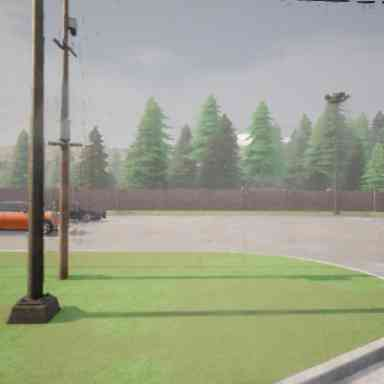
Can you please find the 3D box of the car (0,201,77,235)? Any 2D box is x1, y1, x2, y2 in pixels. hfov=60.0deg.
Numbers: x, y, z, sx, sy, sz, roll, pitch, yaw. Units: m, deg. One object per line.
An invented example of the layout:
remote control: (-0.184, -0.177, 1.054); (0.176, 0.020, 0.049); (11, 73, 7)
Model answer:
car: (-8.877, 1.288, 17.655); (4.553, 1.767, 2.097); (0, 0, -3)

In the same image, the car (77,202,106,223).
car: (-8.883, 1.445, 24.660); (4.892, 1.490, 1.837); (0, 0, -3)

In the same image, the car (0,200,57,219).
car: (-14.412, 1.444, 27.920); (5.357, 1.411, 2.033); (0, 0, -3)
